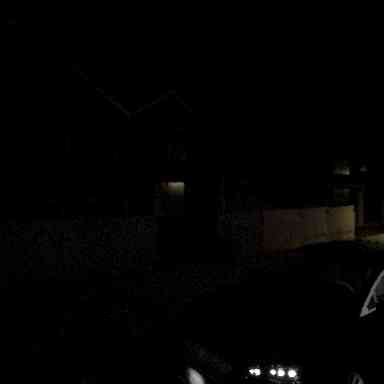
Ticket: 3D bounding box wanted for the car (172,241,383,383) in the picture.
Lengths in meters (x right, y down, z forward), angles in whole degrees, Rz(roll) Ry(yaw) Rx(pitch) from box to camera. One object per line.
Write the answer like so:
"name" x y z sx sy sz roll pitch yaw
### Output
"car" 2.050 1.489 4.498 4.902 1.511 2.128 0 0 -35
